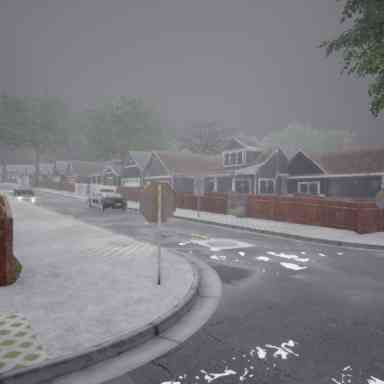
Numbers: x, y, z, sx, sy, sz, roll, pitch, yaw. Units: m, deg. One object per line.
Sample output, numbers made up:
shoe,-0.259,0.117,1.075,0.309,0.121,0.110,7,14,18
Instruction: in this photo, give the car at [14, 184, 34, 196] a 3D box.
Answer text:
car,-22.414,-0.314,44.252,1.882,1.535,5.008,1,2,-35

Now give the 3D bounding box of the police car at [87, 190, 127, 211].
police car,-7.087,0.629,27.381,1.930,1.638,5.238,1,2,-35
